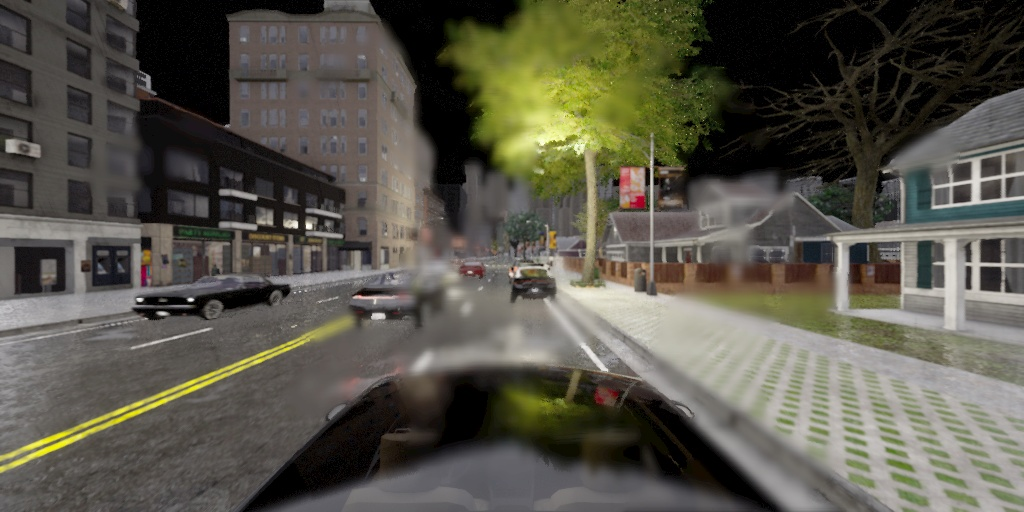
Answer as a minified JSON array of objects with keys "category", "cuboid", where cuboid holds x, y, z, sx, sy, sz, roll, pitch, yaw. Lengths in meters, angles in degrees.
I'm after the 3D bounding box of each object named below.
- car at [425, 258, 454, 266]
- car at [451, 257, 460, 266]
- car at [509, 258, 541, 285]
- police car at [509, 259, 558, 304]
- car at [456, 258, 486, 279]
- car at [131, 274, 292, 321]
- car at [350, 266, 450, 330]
[{"category":"car","cuboid":[-6.766,1.178,32.524,1.812,1.442,4.674,0,0,0]},{"category":"car","cuboid":[-10.087,0.907,63.283,2.097,1.767,4.553,0,0,0]},{"category":"car","cuboid":[0.843,1.026,26.148,2.097,1.767,4.553,0,0,0]},{"category":"police car","cuboid":[0.898,1.132,16.288,1.930,1.638,5.238,0,0,0]},{"category":"car","cuboid":[-3.309,1.135,31.124,1.882,1.535,5.008,0,0,0]},{"category":"car","cuboid":[-9.904,1.318,12.369,1.895,1.301,4.718,0,0,0]},{"category":"car","cuboid":[-3.197,1.214,10.988,2.128,1.511,4.902,0,0,0]}]
